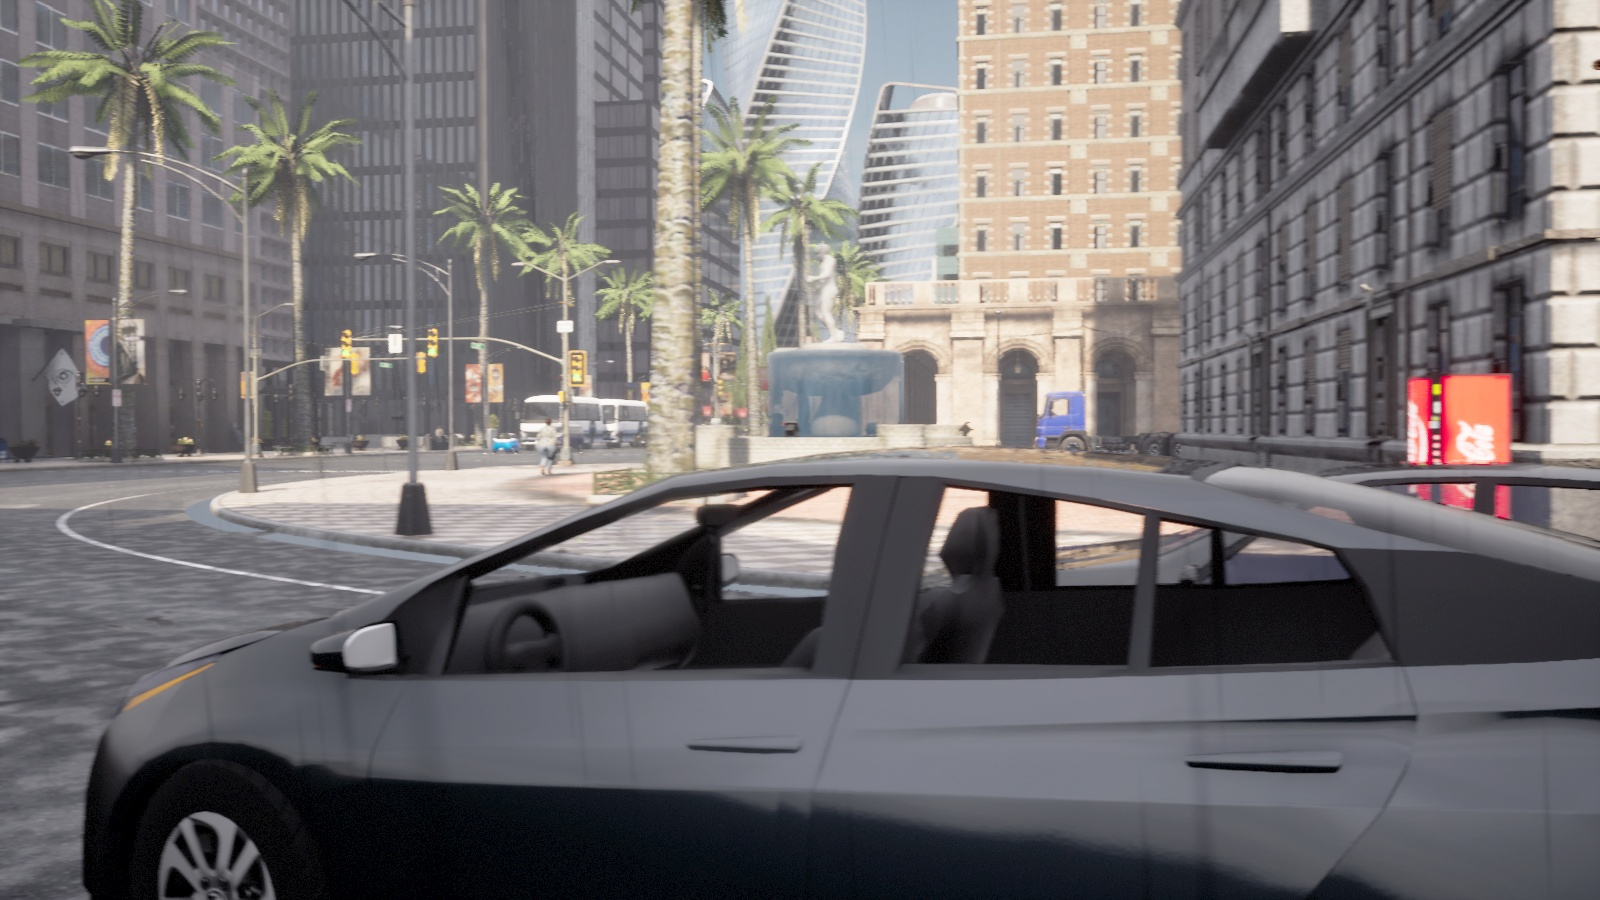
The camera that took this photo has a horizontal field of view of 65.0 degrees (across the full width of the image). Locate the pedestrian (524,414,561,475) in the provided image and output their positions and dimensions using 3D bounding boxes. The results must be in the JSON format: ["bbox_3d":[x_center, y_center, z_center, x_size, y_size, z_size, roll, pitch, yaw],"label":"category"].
[{"bbox_3d":[-7.929,-0.186,38.714,0.874,1.855,0.900,0,1,9],"label":"pedestrian"}]

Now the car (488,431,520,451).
[{"bbox_3d":[-20.662,-0.645,87.694,1.481,1.376,2.207,0,1,10],"label":"car"}]

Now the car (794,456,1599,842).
[{"bbox_3d":[2.837,0.784,6.030,5.357,1.411,2.033,1,1,23],"label":"car"}]

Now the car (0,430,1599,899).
[{"bbox_3d":[0.040,0.715,3.503,4.514,1.525,2.007,1,1,24],"label":"car"}]

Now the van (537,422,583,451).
[{"bbox_3d":[-16.939,-0.951,88.732,1.775,1.987,4.442,0,1,10],"label":"van"}]

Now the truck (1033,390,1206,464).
[{"bbox_3d":[15.379,-1.111,60.993,7.936,3.462,2.891,0,1,10],"label":"truck"}]
